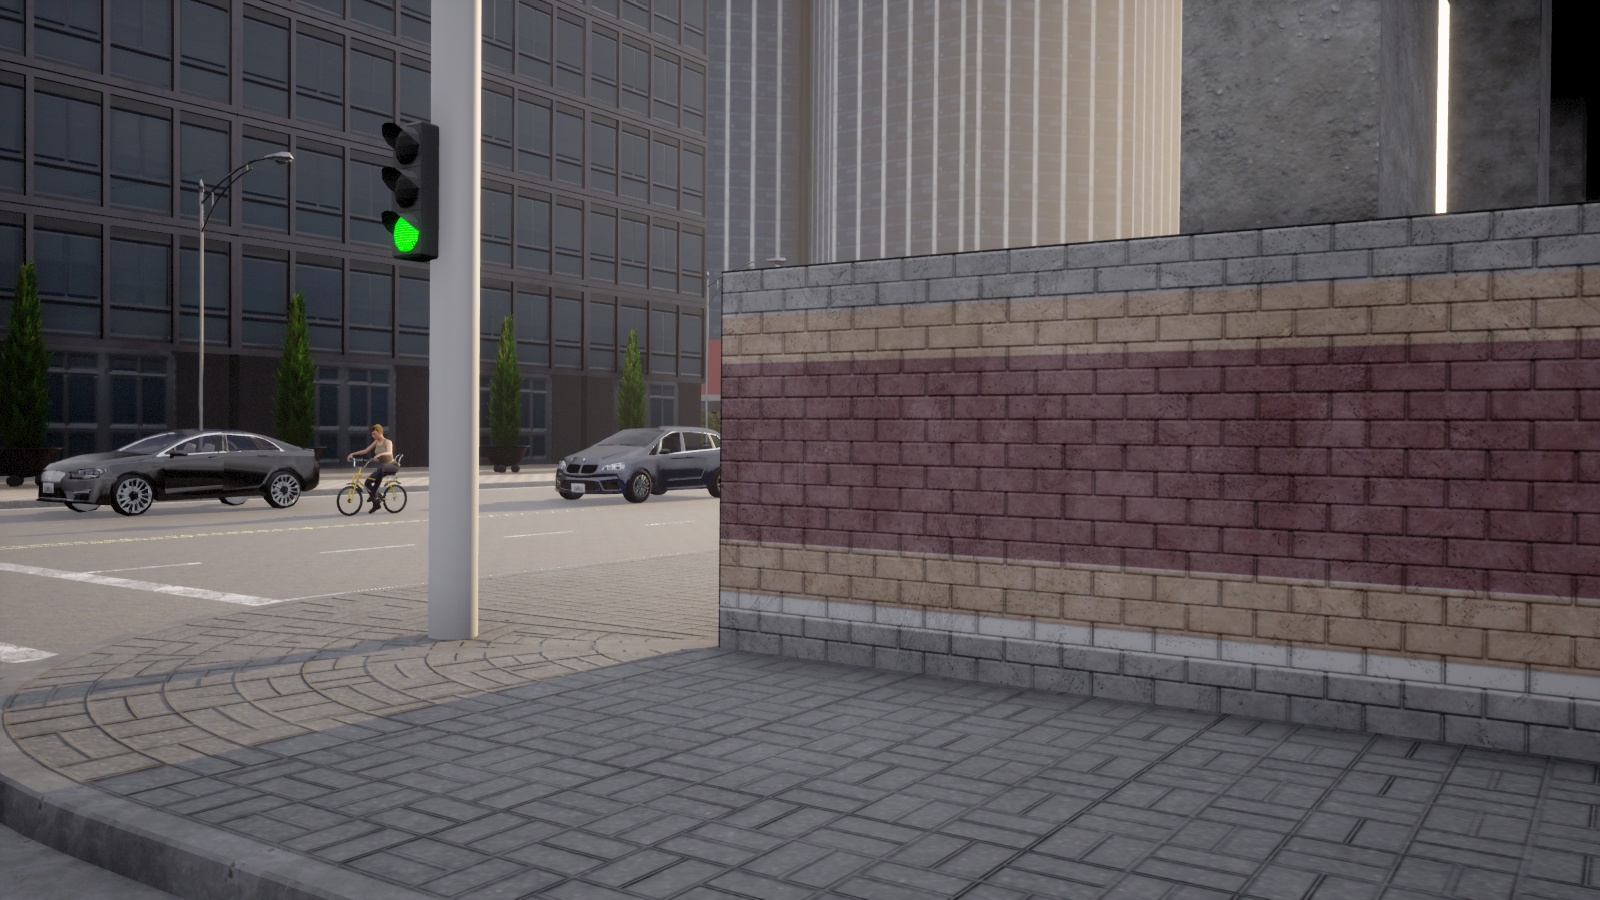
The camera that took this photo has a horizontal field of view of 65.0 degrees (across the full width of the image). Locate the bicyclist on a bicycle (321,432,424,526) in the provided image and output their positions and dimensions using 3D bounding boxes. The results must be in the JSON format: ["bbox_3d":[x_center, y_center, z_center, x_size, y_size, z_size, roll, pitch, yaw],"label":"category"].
[{"bbox_3d":[-7.597,0.487,22.361,0.866,1.612,1.509,0,1,34],"label":"bicyclist on a bicycle"}]

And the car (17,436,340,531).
[{"bbox_3d":[-11.276,0.529,23.165,2.128,1.511,4.902,0,1,34],"label":"car"}]

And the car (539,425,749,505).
[{"bbox_3d":[-3.441,0.272,28.584,2.242,1.667,4.611,0,1,34],"label":"car"}]
